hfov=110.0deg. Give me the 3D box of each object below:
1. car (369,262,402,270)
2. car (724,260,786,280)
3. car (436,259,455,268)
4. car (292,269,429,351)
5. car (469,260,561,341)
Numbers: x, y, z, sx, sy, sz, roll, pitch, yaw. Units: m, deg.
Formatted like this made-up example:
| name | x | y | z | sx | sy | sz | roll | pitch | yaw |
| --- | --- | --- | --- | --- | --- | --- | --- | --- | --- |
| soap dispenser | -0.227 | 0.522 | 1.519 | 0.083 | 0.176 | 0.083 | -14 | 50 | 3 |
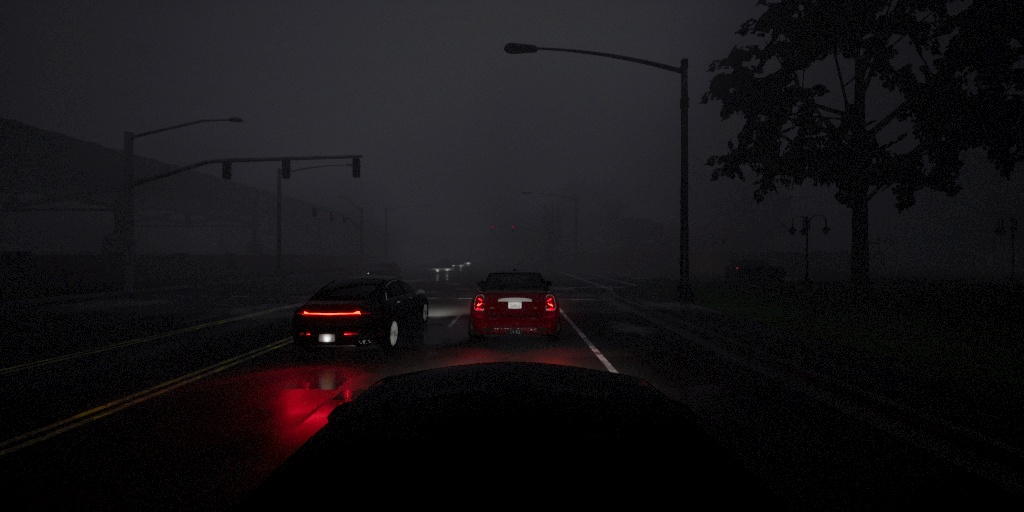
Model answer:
| name | x | y | z | sx | sy | sz | roll | pitch | yaw |
| --- | --- | --- | --- | --- | --- | --- | --- | --- | --- |
| car | -10.615 | 1.252 | 30.044 | 1.837 | 1.490 | 4.892 | 0 | 0 | 0 |
| car | 21.200 | 1.102 | 31.312 | 4.553 | 1.767 | 2.097 | 0 | 0 | -1 |
| car | -10.603 | 1.153 | 56.414 | 1.812 | 1.442 | 4.674 | 0 | 1 | 0 |
| car | -3.421 | 1.255 | 8.997 | 1.837 | 1.490 | 4.892 | 0 | 0 | -1 |
| car | 0.075 | 1.102 | 9.990 | 2.097 | 1.767 | 4.553 | 0 | 0 | 0 |
